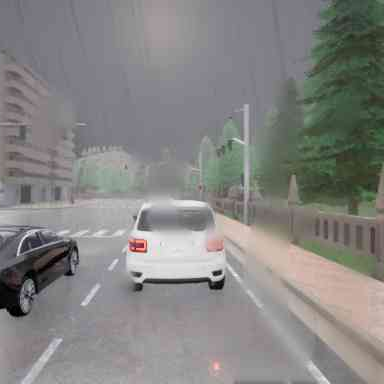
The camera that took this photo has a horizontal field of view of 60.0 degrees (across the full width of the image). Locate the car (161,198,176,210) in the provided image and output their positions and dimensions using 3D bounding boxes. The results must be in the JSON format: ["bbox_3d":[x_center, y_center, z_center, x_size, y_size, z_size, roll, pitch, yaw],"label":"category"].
[{"bbox_3d":[-3.136,1.526,44.406,1.812,1.442,4.674,0,0,-4],"label":"car"}]

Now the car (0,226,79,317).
[{"bbox_3d":[-3.966,1.492,7.390,2.128,1.511,4.902,0,0,-3],"label":"car"}]

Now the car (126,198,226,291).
[{"bbox_3d":[-0.473,1.221,9.169,2.150,2.045,5.566,0,0,-4],"label":"car"}]
